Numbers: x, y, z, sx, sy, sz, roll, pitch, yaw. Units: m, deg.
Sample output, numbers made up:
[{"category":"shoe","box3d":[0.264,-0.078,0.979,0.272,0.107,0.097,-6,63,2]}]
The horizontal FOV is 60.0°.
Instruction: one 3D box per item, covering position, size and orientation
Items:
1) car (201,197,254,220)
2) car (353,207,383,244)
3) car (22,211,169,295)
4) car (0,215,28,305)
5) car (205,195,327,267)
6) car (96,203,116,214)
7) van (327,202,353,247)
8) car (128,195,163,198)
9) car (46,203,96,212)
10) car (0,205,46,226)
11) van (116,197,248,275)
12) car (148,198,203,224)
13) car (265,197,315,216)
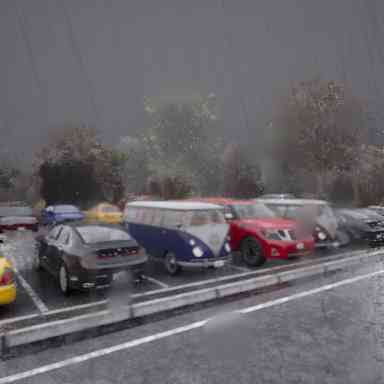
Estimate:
[{"category":"car","box3d":[3.028,1.395,29.299,2.185,1.767,4.553,0,0,-35]},{"category":"car","box3d":[6.177,1.523,15.452,2.231,1.521,4.892,0,0,-35]},{"category":"car","box3d":[-2.904,1.523,9.012,2.231,1.521,4.892,0,0,-35]},{"category":"car","box3d":[-5.286,1.518,7.559,1.946,1.575,5.366,0,0,-35]},{"category":"car","box3d":[1.649,1.271,12.214,2.435,2.045,5.566,0,0,-35]},{"category":"car","box3d":[-6.148,1.518,22.982,1.946,1.575,5.366,0,0,-35]},{"category":"van","box3d":[3.869,1.296,13.680,1.878,1.987,4.442,0,0,-35]},{"category":"car","box3d":[-3.785,1.269,24.464,2.435,2.045,5.566,0,0,-35]},{"category":"car","box3d":[-8.213,1.521,21.297,2.097,1.535,5.008,0,0,-35]},{"category":"car","box3d":[-10.466,1.550,19.656,2.163,1.488,4.792,0,0,-35]},{"category":"van","box3d":[-0.570,1.296,10.532,1.878,1.987,4.442,0,0,-35]},{"category":"car","box3d":[-1.378,1.395,26.099,2.185,1.767,4.553,0,0,-35]},{"category":"car","box3d":[9.982,1.395,34.154,2.185,1.767,4.553,0,0,-35]}]
